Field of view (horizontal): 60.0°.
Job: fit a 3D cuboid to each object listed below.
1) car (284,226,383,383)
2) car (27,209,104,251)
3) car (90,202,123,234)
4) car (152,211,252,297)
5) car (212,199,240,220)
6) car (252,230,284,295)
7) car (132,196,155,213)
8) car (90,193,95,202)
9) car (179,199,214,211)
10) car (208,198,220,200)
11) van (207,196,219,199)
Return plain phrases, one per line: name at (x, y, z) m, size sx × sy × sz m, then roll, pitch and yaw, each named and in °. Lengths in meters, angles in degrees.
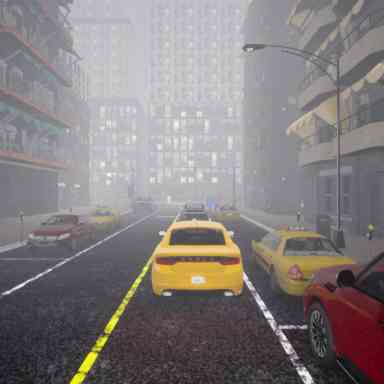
car at (2.577, 1.315, 2.705) m, size 2.192 × 1.841 × 5.009 m, roll 0°, pitch 0°, yaw 0°
car at (-5.279, 1.584, 14.003) m, size 1.802 × 1.307 × 4.206 m, roll 0°, pitch 0°, yaw 0°
car at (-5.266, 1.529, 19.474) m, size 1.752 × 1.417 × 4.829 m, roll 0°, pitch 0°, yaw 0°
car at (0.121, 1.478, 8.628) m, size 1.882 × 1.535 × 5.008 m, roll 0°, pitch 0°, yaw 0°
car at (2.627, 1.531, 25.437) m, size 1.752 × 1.417 × 4.829 m, roll 0°, pitch 0°, yaw 0°
car at (2.589, 1.526, 8.516) m, size 1.752 × 1.417 × 4.829 m, roll 0°, pitch 0°, yaw 0°
car at (-5.227, 1.327, 36.566) m, size 2.192 × 1.841 × 5.009 m, roll 0°, pitch 0°, yaw 0°
car at (-20.731, 1.129, 62.218) m, size 5.009 × 1.841 × 2.192 m, roll 1°, pitch -1°, yaw 0°
car at (0.149, 1.496, 22.876) m, size 2.128 × 1.511 × 4.902 m, roll 0°, pitch 0°, yaw 0°
car at (2.640, 1.534, 31.077) m, size 1.752 × 1.417 × 4.829 m, roll 0°, pitch 0°, yaw 0°
van at (2.666, 1.356, 42.188) m, size 1.690 × 1.788 × 3.998 m, roll 0°, pitch 0°, yaw 0°
